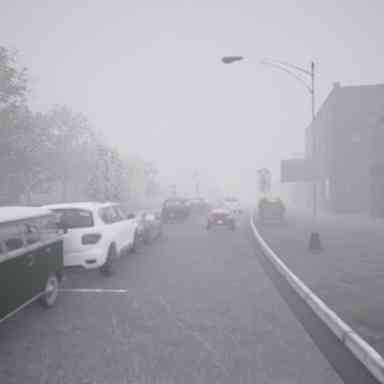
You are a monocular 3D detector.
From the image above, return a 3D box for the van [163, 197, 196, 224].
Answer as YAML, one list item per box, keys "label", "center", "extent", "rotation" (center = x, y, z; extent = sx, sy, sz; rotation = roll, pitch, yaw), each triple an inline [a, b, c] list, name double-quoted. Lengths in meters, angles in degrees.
- label: "van"
  center: [-1.164, 1.512, 27.592]
  extent: [1.878, 1.987, 4.442]
  rotation: [-1, 0, 9]

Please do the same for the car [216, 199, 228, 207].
- label: "car"
  center: [5.980, 2.122, 65.553]
  extent: [2.002, 1.452, 4.674]
  rotation: [-1, -1, 11]

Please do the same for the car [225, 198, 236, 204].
- label: "car"
  center: [10.167, 2.273, 87.330]
  extent: [2.097, 1.535, 5.008]
  rotation: [0, -1, 13]

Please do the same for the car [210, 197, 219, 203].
- label: "car"
  center: [2.834, 1.924, 49.197]
  extent: [2.231, 1.521, 4.892]
  rotation: [-1, 0, 9]

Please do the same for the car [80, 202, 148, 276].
- label: "car"
  center: [-3.234, 1.329, 10.908]
  extent: [2.435, 2.045, 5.566]
  rotation: [-1, 1, 2]

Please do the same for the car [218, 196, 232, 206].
- label: "car"
  center: [7.252, 1.901, 72.179]
  extent: [2.435, 2.045, 5.566]
  rotation: [-1, -1, 12]

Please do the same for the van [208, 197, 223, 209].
- label: "van"
  center: [3.912, 1.767, 54.781]
  extent: [1.878, 1.987, 4.442]
  rotation: [0, -1, 13]

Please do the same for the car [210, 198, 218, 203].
- label: "car"
  center: [1.793, 1.908, 43.786]
  extent: [2.163, 1.488, 4.792]
  rotation: [-1, 0, 9]

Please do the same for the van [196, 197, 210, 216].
- label: "van"
  center: [0.565, 1.598, 37.392]
  extent: [1.878, 1.987, 4.442]
  rotation: [-1, 0, 8]

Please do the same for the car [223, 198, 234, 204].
- label: "car"
  center: [9.120, 2.209, 81.883]
  extent: [2.097, 1.535, 5.008]
  rotation: [0, 0, 13]

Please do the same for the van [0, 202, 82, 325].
- label: "van"
  center: [-3.572, 1.297, 5.416]
  extent: [1.878, 1.987, 4.442]
  rotation: [-1, 1, 1]

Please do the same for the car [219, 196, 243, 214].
- label: "car"
  center: [4.978, 1.576, 40.332]
  extent: [2.150, 2.045, 5.566]
  rotation: [0, -1, 11]

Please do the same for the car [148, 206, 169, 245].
- label: "car"
  center: [-2.696, 1.676, 16.441]
  extent: [2.002, 1.452, 4.674]
  rotation: [-1, 0, 6]

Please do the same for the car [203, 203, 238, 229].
- label: "car"
  center: [2.065, 1.736, 23.147]
  extent: [1.812, 1.442, 4.674]
  rotation: [0, -1, 8]
